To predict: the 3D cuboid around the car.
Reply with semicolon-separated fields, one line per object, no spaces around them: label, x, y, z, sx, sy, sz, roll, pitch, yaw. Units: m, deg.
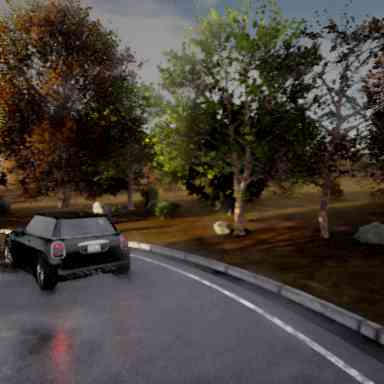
car;-3.613;1.296;9.220;2.097;1.767;4.553;-1;1;-40
